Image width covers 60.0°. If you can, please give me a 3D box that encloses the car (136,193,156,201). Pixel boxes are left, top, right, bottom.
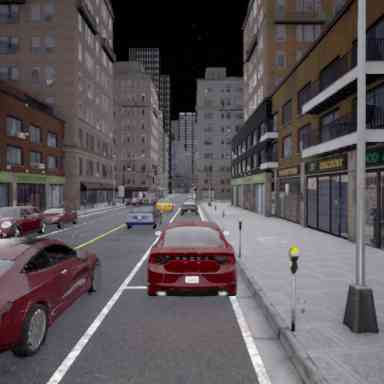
[{"bbox_3d":[-6.089,1.203,47.189,2.150,2.045,5.566,0,0,0],"label":"car"}]

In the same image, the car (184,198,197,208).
[{"bbox_3d":[-0.214,1.564,49.694,1.802,1.307,4.206,-1,0,0],"label":"car"}]

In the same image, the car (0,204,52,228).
[{"bbox_3d":[-8.802,1.445,16.189,1.967,1.590,4.097,-1,0,0],"label":"car"}]

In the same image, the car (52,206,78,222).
[{"bbox_3d":[-8.793,1.586,21.775,1.802,1.307,4.206,-1,0,0],"label":"car"}]

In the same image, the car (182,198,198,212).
[{"bbox_3d":[-0.230,1.515,38.692,1.752,1.417,4.829,-1,0,0],"label":"car"}]

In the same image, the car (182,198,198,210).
[{"bbox_3d":[-0.222,1.552,44.108,1.947,1.339,4.313,-1,0,0],"label":"car"}]

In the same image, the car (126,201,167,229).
[{"bbox_3d":[-3.018,1.547,21.717,2.033,1.411,5.357,0,0,0],"label":"car"}]

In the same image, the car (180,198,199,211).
[{"bbox_3d":[-0.238,1.544,32.936,2.008,1.369,4.403,-1,0,0],"label":"car"}]

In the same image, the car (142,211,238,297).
[{"bbox_3d":[0.006,1.477,8.650,1.882,1.535,5.008,0,0,0],"label":"car"}]

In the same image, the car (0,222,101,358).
[{"bbox_3d":[-3.036,1.528,5.880,1.812,1.442,4.674,0,0,0],"label":"car"}]

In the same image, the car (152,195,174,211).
[{"bbox_3d":[-3.097,1.448,37.921,1.801,1.575,5.366,0,0,0],"label":"car"}]

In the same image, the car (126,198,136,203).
[{"bbox_3d":[-8.759,1.533,49.704,1.887,1.381,4.507,-1,0,0],"label":"car"}]
